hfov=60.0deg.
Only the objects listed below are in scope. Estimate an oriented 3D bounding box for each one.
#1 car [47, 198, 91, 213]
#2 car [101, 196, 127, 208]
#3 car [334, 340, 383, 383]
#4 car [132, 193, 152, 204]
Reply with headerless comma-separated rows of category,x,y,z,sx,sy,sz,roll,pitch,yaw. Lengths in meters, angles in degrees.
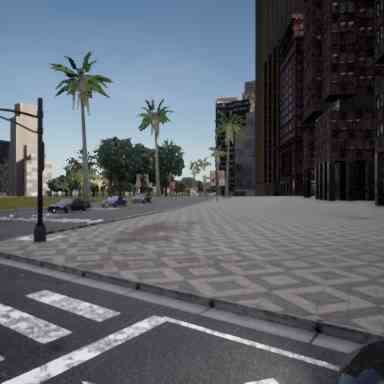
car,-12.444,1.355,34.196,2.033,1.411,5.357,0,0,14
car,-10.157,1.248,43.859,1.812,1.442,4.674,0,0,13
car,3.182,1.505,1.441,4.892,1.490,1.837,0,0,34
car,-8.085,0.985,53.677,2.097,1.767,4.553,0,1,11
